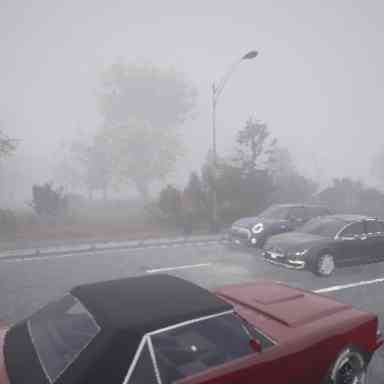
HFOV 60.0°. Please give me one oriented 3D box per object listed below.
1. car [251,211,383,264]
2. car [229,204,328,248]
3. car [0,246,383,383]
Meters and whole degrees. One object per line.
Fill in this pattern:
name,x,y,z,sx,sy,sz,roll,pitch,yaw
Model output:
car,4.418,1.479,9.993,4.892,1.490,1.837,0,0,-25
car,3.776,1.301,13.506,4.553,1.767,2.097,0,0,-24
car,-0.123,1.589,3.413,4.718,1.301,1.895,0,0,-32
